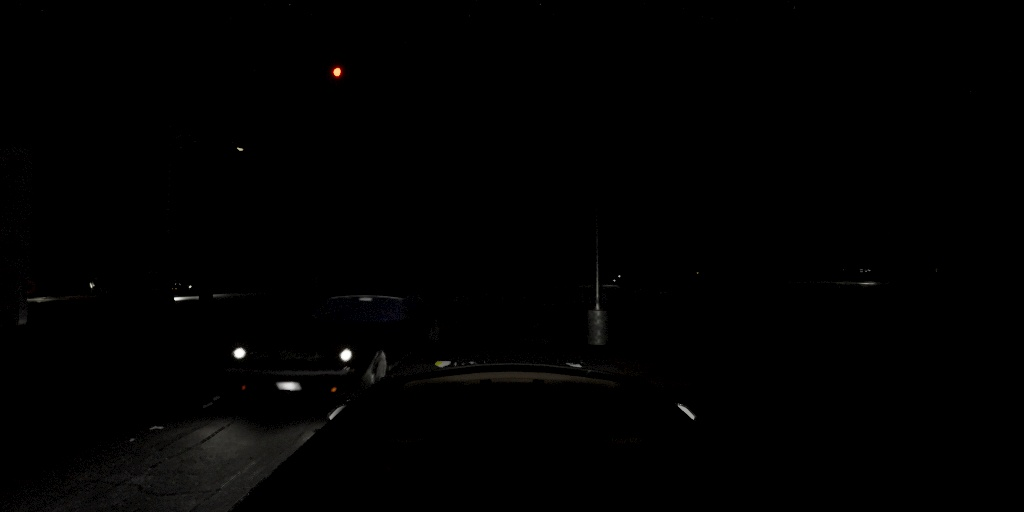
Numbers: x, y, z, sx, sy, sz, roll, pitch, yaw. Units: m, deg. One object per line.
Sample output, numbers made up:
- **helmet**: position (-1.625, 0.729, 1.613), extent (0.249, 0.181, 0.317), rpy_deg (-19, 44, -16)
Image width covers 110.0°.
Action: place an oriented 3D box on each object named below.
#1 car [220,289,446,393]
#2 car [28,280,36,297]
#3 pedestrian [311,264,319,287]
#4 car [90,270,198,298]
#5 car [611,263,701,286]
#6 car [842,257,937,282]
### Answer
- **car**: position (-2.710, 1.354, 6.779), extent (1.895, 1.301, 4.718), rpy_deg (0, 0, 4)
- **car**: position (-29.645, 1.582, 19.851), extent (5.008, 1.535, 1.882), rpy_deg (-1, -2, 0)
- **pedestrian**: position (-15.055, 1.466, 27.413), extent (0.375, 1.860, 0.375), rpy_deg (0, -1, 0)
- **car**: position (-20.220, 1.494, 19.823), extent (4.892, 1.490, 1.837), rpy_deg (-1, -2, 0)
- **car**: position (9.345, 1.185, 23.444), extent (5.357, 1.411, 2.033), rpy_deg (-1, -2, 0)
- **car**: position (24.524, 0.868, 23.408), extent (5.008, 1.535, 1.882), rpy_deg (-1, -2, 0)
